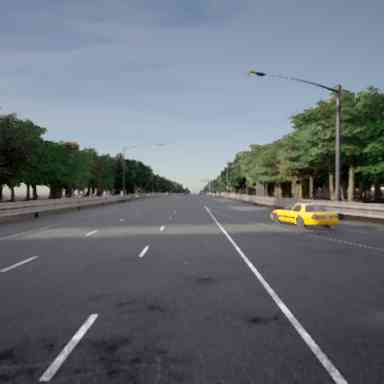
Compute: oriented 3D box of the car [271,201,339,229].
[{"bbox_3d":[6.804,1.348,20.756,1.801,1.575,5.366,0,0,-14],"label":"car"}]
